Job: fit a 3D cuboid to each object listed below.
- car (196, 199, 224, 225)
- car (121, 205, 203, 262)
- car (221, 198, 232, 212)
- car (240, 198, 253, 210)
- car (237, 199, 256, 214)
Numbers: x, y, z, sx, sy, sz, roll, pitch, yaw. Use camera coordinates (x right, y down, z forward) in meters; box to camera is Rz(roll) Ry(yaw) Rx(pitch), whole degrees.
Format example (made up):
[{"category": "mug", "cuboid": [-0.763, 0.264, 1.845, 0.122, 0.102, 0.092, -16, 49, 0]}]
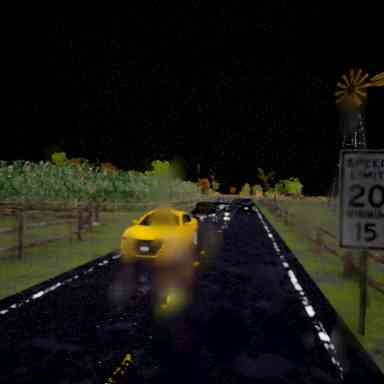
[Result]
[{"category": "car", "cuboid": [1.048, 1.485, 24.454, 1.837, 1.490, 4.892, 2, 0, 10]}, {"category": "car", "cuboid": [-0.991, 1.424, 12.293, 1.882, 1.535, 5.008, 2, 0, 9]}, {"category": "car", "cuboid": [3.778, 1.539, 40.226, 2.128, 1.511, 4.902, 2, 0, 9]}, {"category": "car", "cuboid": [7.749, 1.663, 47.238, 1.812, 1.442, 4.674, 2, 0, 10]}, {"category": "car", "cuboid": [6.050, 1.665, 36.802, 1.994, 1.385, 4.181, 2, 0, 10]}]
